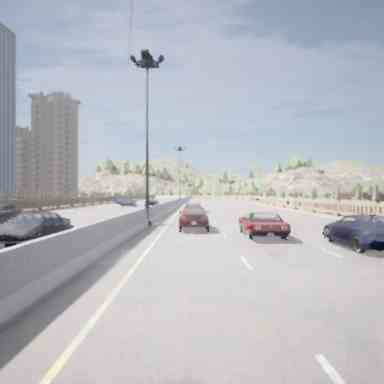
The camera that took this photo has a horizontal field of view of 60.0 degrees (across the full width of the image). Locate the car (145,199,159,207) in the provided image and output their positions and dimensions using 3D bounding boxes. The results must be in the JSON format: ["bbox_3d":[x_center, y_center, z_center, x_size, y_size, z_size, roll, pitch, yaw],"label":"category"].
[{"bbox_3d":[-6.900,1.836,57.566,1.895,1.301,4.718,0,0,2],"label":"car"}]

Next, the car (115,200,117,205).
[{"bbox_3d":[-13.689,1.824,65.041,1.994,1.385,4.181,0,0,2],"label":"car"}]

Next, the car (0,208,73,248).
[{"bbox_3d":[-7.094,1.610,15.017,2.033,1.411,5.357,0,0,0],"label":"car"}]

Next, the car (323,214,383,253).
[{"bbox_3d":[7.106,1.620,13.873,1.994,1.385,4.181,0,0,0],"label":"car"}]

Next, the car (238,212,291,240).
[{"bbox_3d":[3.606,1.672,17.424,1.895,1.301,4.718,0,0,0],"label":"car"}]

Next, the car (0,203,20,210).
[{"bbox_3d":[-14.087,1.605,24.132,1.837,1.490,4.892,0,0,0],"label":"car"}]

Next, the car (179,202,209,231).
[{"bbox_3d":[0.122,1.612,21.108,1.812,1.442,4.674,0,0,0],"label":"car"}]

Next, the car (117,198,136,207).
[{"bbox_3d":[-10.460,1.788,54.915,1.994,1.385,4.181,0,0,1],"label":"car"}]
